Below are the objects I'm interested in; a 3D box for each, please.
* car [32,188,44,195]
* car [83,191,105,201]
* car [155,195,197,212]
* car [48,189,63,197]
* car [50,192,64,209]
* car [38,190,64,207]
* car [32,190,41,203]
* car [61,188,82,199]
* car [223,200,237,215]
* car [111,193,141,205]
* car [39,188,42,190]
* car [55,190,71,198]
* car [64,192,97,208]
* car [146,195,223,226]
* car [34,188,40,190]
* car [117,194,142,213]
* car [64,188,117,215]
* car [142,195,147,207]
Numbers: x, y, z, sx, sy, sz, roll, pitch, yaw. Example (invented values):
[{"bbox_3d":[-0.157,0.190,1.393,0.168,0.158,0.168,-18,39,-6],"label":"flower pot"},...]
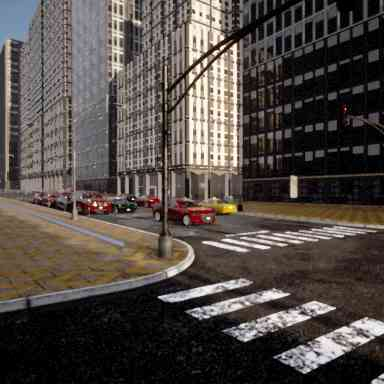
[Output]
[{"bbox_3d":[-38.065,-0.209,82.086,1.967,1.590,4.097,1,0,-36],"label":"car"},{"bbox_3d":[-14.874,0.645,50.314,1.947,1.339,4.313,1,0,-36],"label":"car"},{"bbox_3d":[-1.621,1.065,32.158,1.947,1.339,4.313,1,0,-36],"label":"car"},{"bbox_3d":[-28.128,0.213,68.469,2.008,1.369,4.403,1,0,-36],"label":"car"},{"bbox_3d":[-11.697,0.987,31.749,1.947,1.339,4.313,1,0,-36],"label":"car"},{"bbox_3d":[-15.009,0.861,36.287,1.887,1.381,4.507,1,0,-36],"label":"car"},{"bbox_3d":[-18.323,0.793,40.826,1.802,1.307,4.206,1,0,-36],"label":"car"},{"bbox_3d":[-21.496,0.186,59.390,2.192,1.841,5.009,1,0,-36],"label":"car"},{"bbox_3d":[1.662,1.126,27.811,1.752,1.417,4.829,1,0,-36],"label":"car"},{"bbox_3d":[-8.248,0.855,41.236,1.947,1.339,4.313,1,0,-36],"label":"car"},{"bbox_3d":[-31.441,0.103,73.009,1.887,1.381,4.507,1,0,-36],"label":"car"},{"bbox_3d":[-24.914,0.288,64.068,1.752,1.417,4.829,1,0,-36],"label":"car"},{"bbox_3d":[-12.519,0.812,37.265,2.128,1.511,4.902,0,1,-36],"label":"car"},{"bbox_3d":[-0.599,1.176,20.908,1.882,1.535,5.008,0,1,-38],"label":"car"},{"bbox_3d":[-34.753,-0.105,77.547,1.967,1.590,4.097,1,0,-36],"label":"car"},{"bbox_3d":[-6.512,1.112,29.018,1.895,1.301,4.718,0,1,-36],"label":"car"},{"bbox_3d":[-8.378,0.841,27.209,2.192,1.841,5.009,1,0,-36],"label":"car"},{"bbox_3d":[-4.934,0.976,36.697,1.802,1.307,4.206,1,0,-36],"label":"car"}]
